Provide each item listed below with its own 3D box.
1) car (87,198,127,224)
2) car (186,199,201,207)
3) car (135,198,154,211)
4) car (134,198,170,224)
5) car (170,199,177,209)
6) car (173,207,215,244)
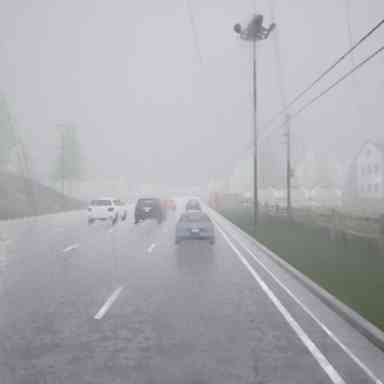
[{"bbox_3d":[-6.851,1.491,27.317,2.150,2.045,5.566,0,-1,0],"label":"car"},{"bbox_3d":[0.160,1.768,47.665,2.097,1.767,4.553,0,-1,0],"label":"car"},{"bbox_3d":[-6.840,1.802,47.985,2.097,1.767,4.553,0,-1,0],"label":"car"},{"bbox_3d":[-3.352,1.477,27.475,2.150,2.045,5.566,0,-1,0],"label":"car"},{"bbox_3d":[-3.339,1.785,47.875,2.097,1.767,4.553,0,-1,0],"label":"car"},{"bbox_3d":[0.137,1.692,16.506,2.033,1.411,5.357,0,-1,0],"label":"car"}]
